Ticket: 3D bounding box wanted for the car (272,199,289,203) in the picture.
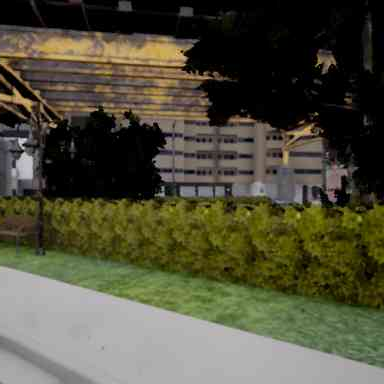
[{"bbox_3d":[8.505,1.456,34.163,5.008,1.535,1.882,0,0,-9],"label":"car"}]
